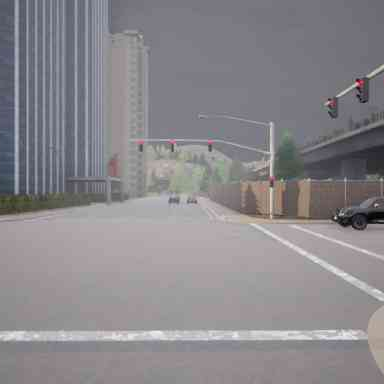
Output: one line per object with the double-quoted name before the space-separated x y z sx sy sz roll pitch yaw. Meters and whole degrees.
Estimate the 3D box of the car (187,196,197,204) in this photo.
"car" 0.014 1.564 64.636 1.994 1.385 4.181 0 0 0

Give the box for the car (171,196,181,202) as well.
"car" -3.598 1.540 74.457 2.033 1.411 5.357 0 0 0

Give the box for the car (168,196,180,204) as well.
"car" -3.488 1.478 64.240 1.882 1.535 5.008 0 0 0

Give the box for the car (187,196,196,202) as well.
"car" -0.099 1.595 74.598 1.895 1.301 4.718 0 0 0

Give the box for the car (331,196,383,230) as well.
"car" 11.817 1.277 20.970 5.566 2.045 2.150 0 0 0
